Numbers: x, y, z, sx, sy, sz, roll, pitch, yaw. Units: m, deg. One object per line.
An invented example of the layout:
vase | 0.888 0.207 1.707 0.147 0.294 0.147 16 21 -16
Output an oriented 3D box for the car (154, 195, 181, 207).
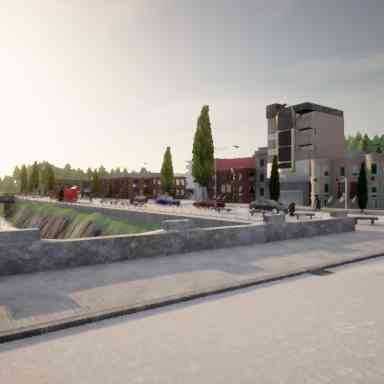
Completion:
car | -3.661 1.478 51.389 1.882 1.535 5.008 0 0 -35

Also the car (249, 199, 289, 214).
car | 8.106 1.505 34.793 1.837 1.490 4.892 0 0 -35

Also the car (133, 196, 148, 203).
car | -10.758 1.526 68.554 1.812 1.442 4.674 0 0 -36

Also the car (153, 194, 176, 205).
car | -5.033 1.352 60.513 2.097 1.767 4.553 0 0 -36

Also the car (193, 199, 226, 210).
car | 2.231 1.601 43.061 1.895 1.301 4.718 0 0 -35

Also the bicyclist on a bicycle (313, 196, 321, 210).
bicyclist on a bicycle | 14.937 1.349 39.677 1.656 1.620 0.582 0 0 -35
